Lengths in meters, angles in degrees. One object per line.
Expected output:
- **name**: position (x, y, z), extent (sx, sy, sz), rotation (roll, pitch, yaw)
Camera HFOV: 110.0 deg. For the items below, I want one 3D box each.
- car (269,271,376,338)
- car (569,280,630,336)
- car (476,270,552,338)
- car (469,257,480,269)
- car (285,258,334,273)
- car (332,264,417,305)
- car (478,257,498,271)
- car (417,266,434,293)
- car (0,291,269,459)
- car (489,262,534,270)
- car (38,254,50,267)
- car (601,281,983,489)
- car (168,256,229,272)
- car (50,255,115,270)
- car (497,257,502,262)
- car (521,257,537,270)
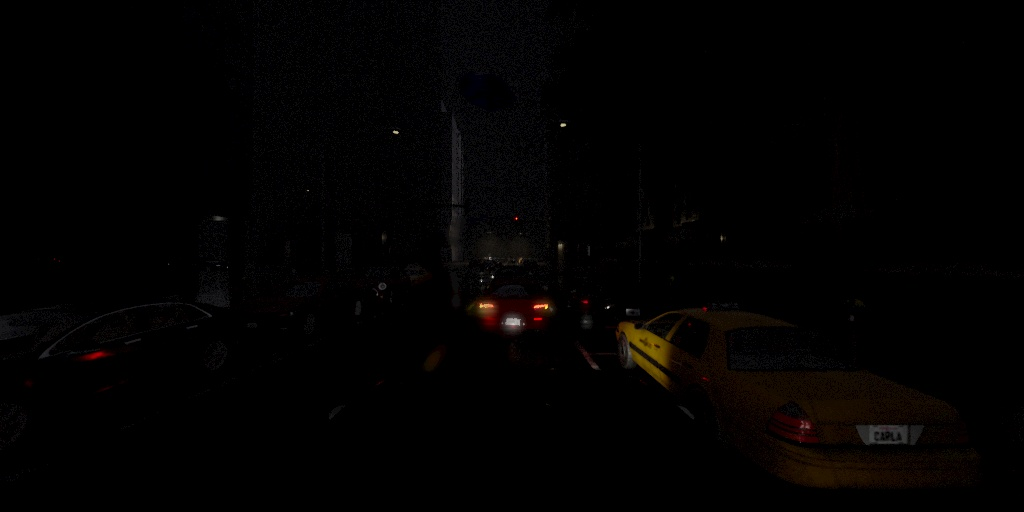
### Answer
- **car**: position (-5.771, 1.294, 10.213), extent (1.888, 1.381, 4.507), rotation (0, 0, 0)
- **car**: position (2.754, 1.315, 10.225), extent (1.948, 1.339, 4.313), rotation (0, 0, 0)
- **car**: position (0.060, 1.275, 10.059), extent (1.812, 1.442, 4.674), rotation (0, 0, 0)
- **car**: position (-5.829, 1.070, 58.535), extent (2.192, 1.841, 5.009), rotation (0, 0, 0)
- **car**: position (-17.857, 0.931, 32.571), extent (4.892, 1.490, 1.837), rotation (1, 0, 0)
- **car**: position (-5.778, 1.188, 15.670), extent (1.967, 1.591, 4.097), rotation (0, 0, 0)
- **car**: position (-3.152, 1.278, 47.945), extent (1.812, 1.442, 4.674), rotation (0, 0, 0)
- **car**: position (-5.784, 1.274, 20.957), extent (1.751, 1.417, 4.829), rotation (0, 0, 0)
- **car**: position (-5.765, 1.300, 4.756), extent (2.007, 1.370, 4.403), rotation (0, 0, 0)
- **car**: position (-0.001, 1.253, 18.925), extent (1.837, 1.490, 4.892), rotation (0, 0, 0)
- **car**: position (-48.228, 0.412, 35.630), extent (4.181, 1.385, 1.994), rotation (1, 0, 0)
- **car**: position (2.760, 1.275, 4.939), extent (1.751, 1.417, 4.829), rotation (0, 0, 0)
- **car**: position (-28.253, 0.730, 32.540), extent (4.892, 1.490, 1.837), rotation (1, 0, 0)
- **car**: position (-38.263, 0.599, 32.519), extent (4.181, 1.385, 1.994), rotation (1, 0, 0)
- **car**: position (-3.151, 1.319, 57.913), extent (1.994, 1.385, 4.181), rotation (0, 0, 0)
- **car**: position (2.703, 1.193, 53.107), extent (1.967, 1.591, 4.097), rotation (0, 0, 0)
